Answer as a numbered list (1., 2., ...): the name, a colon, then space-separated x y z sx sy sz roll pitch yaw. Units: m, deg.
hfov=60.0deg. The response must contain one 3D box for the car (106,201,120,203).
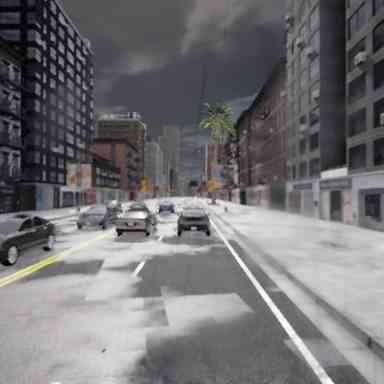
1. car: -9.757 1.847 40.503 2.128 1.511 4.902 0 -1 0

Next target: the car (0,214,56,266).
1. car: -6.579 1.615 12.043 1.837 1.490 4.892 0 0 0

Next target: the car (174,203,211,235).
1. car: 0.101 1.685 20.050 1.837 1.490 4.892 0 0 0

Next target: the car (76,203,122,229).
1. car: -6.548 1.733 23.368 1.812 1.442 4.674 0 0 0

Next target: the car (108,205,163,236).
1. car: -3.149 1.722 19.606 2.033 1.411 5.357 0 0 0

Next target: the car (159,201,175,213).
1. car: -3.155 1.890 41.772 1.812 1.442 4.674 0 0 0

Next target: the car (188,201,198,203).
1. car: 0.097 1.895 42.305 1.812 1.442 4.674 0 0 0

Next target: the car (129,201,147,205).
1. car: -6.507 1.863 40.502 1.837 1.490 4.892 0 -1 0
